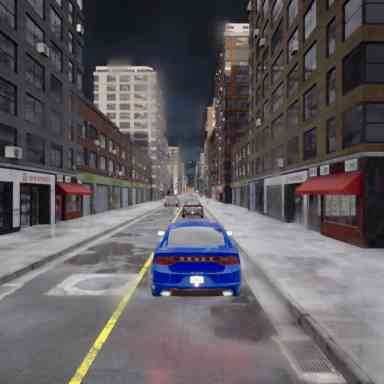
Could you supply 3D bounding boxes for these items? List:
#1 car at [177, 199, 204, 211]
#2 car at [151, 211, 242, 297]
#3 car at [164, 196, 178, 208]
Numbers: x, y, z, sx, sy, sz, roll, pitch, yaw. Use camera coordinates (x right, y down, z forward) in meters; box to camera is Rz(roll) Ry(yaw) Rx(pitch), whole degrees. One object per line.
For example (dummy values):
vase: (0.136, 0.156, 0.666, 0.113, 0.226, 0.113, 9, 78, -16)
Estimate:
car: (0.061, 1.500, 29.770, 2.128, 1.511, 4.902, 0, 0, 0)
car: (0.088, 1.479, 8.641, 1.882, 1.535, 5.008, 0, 0, 0)
car: (-2.876, 1.374, 47.824, 2.097, 1.767, 4.553, 0, 0, 0)
